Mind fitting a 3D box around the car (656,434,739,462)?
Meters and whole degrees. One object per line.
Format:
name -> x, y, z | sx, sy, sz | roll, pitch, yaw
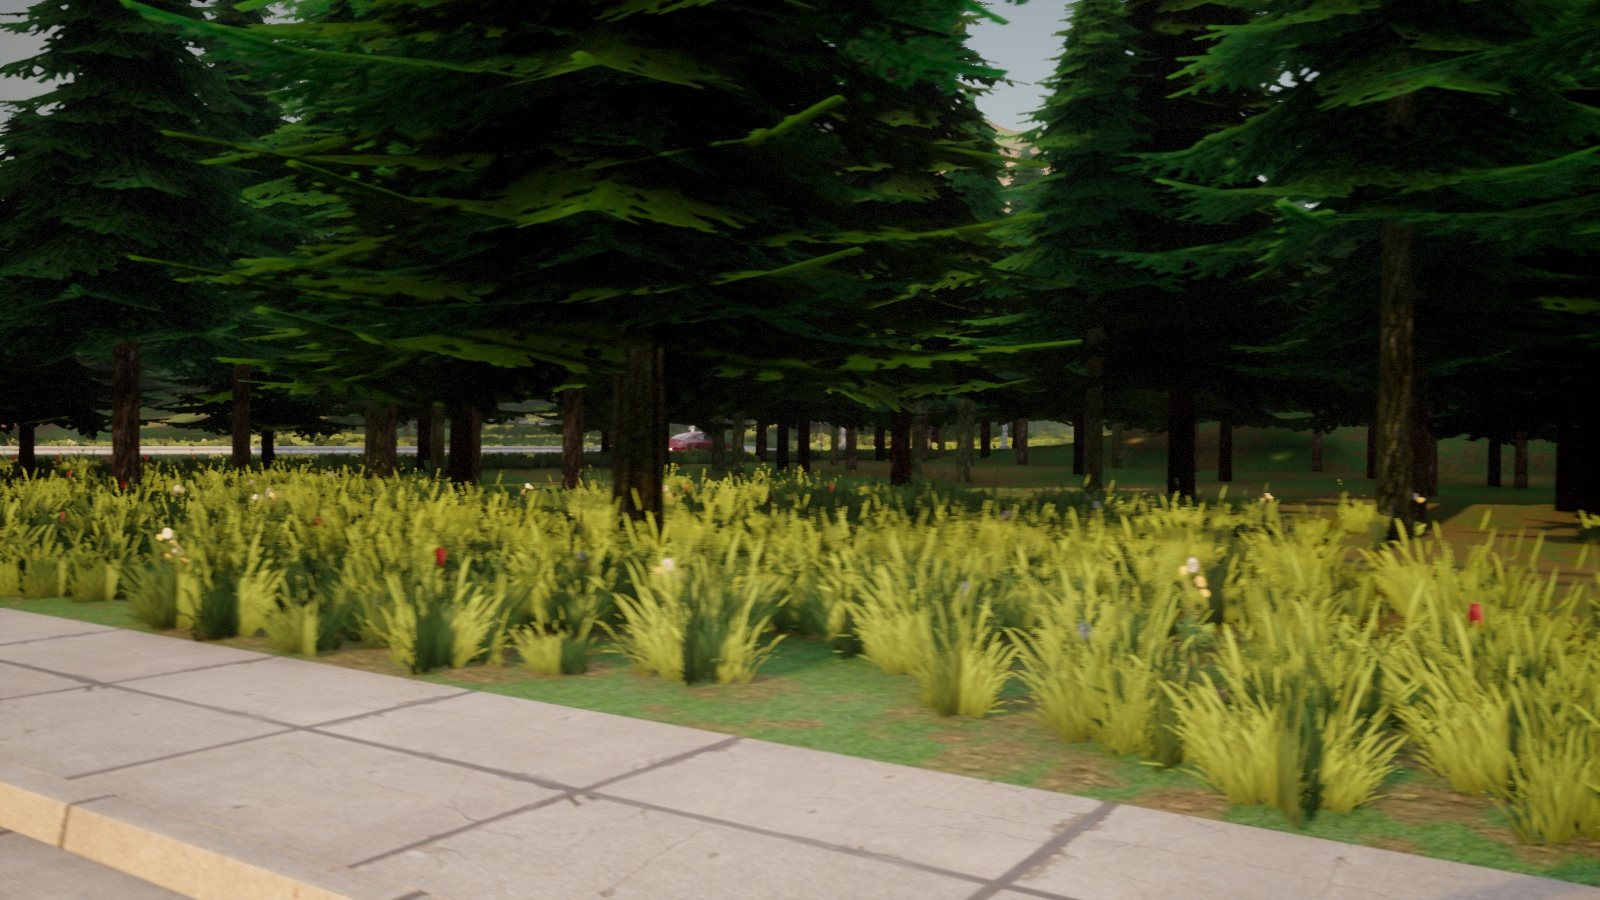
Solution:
car -> -5.370, -0.130, 66.580 | 1.812, 1.442, 4.674 | 0, 1, 35
